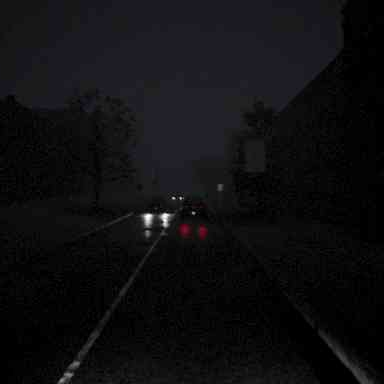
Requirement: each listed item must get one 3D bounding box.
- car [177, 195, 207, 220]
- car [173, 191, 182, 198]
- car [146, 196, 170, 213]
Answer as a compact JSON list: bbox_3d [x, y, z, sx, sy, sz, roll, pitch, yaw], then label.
[{"bbox_3d":[0.099,1.186,24.623,2.128,1.511,4.902,0,1,0],"label":"car"},{"bbox_3d":[-3.083,0.512,72.434,1.837,1.490,4.892,0,1,0],"label":"car"},{"bbox_3d":[-3.099,1.116,30.868,1.837,1.490,4.892,0,1,0],"label":"car"}]
